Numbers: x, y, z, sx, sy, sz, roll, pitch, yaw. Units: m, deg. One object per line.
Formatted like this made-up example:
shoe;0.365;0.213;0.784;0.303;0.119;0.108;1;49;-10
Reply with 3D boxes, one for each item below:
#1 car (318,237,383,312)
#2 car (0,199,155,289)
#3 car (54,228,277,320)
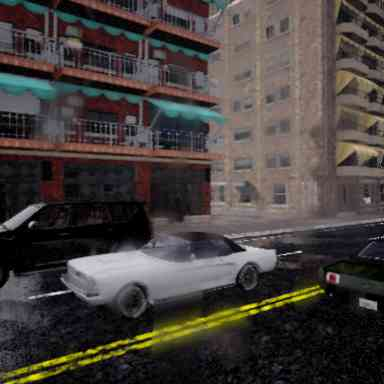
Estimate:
car;4.767;1.603;6.914;4.718;1.301;1.895;0;0;-36
car;-3.650;1.233;9.087;5.566;2.045;2.150;0;0;-36
car;-0.329;1.608;7.475;4.718;1.301;1.895;0;0;-36
